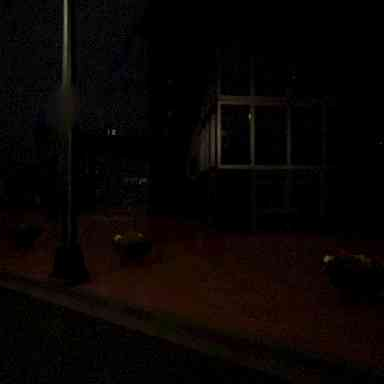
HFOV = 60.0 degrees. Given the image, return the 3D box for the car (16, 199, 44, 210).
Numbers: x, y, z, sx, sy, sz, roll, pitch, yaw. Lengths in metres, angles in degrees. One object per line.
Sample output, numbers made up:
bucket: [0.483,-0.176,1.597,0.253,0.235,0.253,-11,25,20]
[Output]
car: [-22.498,1.677,46.004,1.812,1.442,4.674,0,0,8]

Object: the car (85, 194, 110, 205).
car: [-17.959,1.392,62.277,2.150,2.045,5.566,0,0,35]
